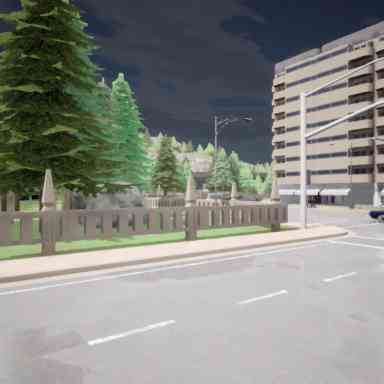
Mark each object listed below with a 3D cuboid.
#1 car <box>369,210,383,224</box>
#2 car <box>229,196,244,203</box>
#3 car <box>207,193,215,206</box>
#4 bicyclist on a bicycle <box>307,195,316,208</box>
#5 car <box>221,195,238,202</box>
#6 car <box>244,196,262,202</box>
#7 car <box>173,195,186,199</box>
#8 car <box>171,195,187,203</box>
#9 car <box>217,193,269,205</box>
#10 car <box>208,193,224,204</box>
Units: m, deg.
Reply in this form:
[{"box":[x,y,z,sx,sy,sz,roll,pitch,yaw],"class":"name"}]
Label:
[{"box":[14.624,1.566,22.235,1.895,1.301,4.718,0,1,-35],"class":"car"},{"box":[9.173,1.492,67.886,2.033,1.411,5.357,0,0,20],"class":"car"},{"box":[3.633,1.168,39.486,2.150,2.045,5.566,0,0,-24],"class":"car"},{"box":[15.252,1.245,42.431,1.656,1.620,0.582,0,0,-29],"class":"bicyclist on a bicycle"},{"box":[8.518,1.469,75.156,1.812,1.442,4.674,0,0,32],"class":"car"},{"box":[14.233,1.540,77.266,1.895,1.301,4.718,0,0,40],"class":"car"},{"box":[-1.910,1.422,44.832,1.882,1.535,5.008,0,0,-14],"class":"car"},{"box":[-2.486,1.422,66.264,1.882,1.535,5.008,0,0,13],"class":"car"},{"box":[4.842,1.166,30.471,2.150,2.045,5.566,0,0,-32],"class":"car"},{"box":[4.736,1.166,65.202,2.150,2.045,5.566,0,0,14],"class":"car"}]
